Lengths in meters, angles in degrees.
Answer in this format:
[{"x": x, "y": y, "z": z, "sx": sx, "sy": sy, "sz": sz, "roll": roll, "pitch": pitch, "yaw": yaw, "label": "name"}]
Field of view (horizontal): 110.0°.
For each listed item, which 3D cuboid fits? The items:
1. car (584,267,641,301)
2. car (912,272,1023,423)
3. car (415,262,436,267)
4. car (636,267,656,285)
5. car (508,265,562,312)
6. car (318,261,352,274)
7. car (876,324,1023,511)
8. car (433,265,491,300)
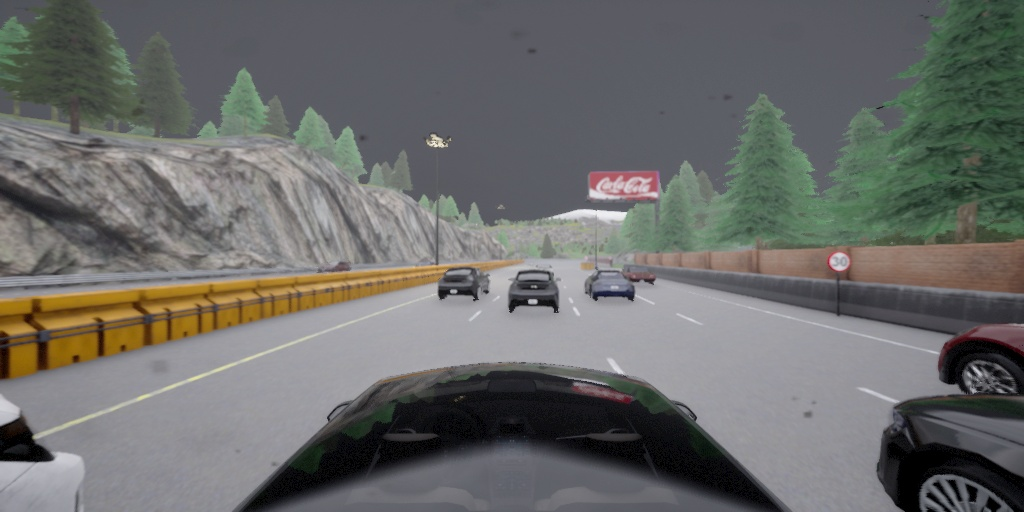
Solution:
[{"x": 4.788, "y": 1.376, "z": 18.005, "sx": 1.994, "sy": 1.385, "sz": 4.181, "roll": 0, "pitch": 0, "yaw": 6, "label": "car"}, {"x": 7.210, "y": 1.131, "z": 3.262, "sx": 2.097, "sy": 1.767, "sz": 4.553, "roll": 0, "pitch": 0, "yaw": 1, "label": "car"}, {"x": -10.200, "y": 1.411, "z": 43.162, "sx": 2.033, "sy": 1.411, "sz": 5.357, "roll": 0, "pitch": 0, "yaw": 6, "label": "car"}, {"x": 9.253, "y": 1.454, "z": 27.026, "sx": 1.895, "sy": 1.301, "sz": 4.718, "roll": 0, "pitch": 0, "yaw": 6, "label": "car"}, {"x": 0.919, "y": 1.294, "z": 14.447, "sx": 1.837, "sy": 1.490, "sz": 4.892, "roll": 0, "pitch": 0, "yaw": 5, "label": "car"}, {"x": -20.864, "y": 1.319, "z": 42.439, "sx": 1.812, "sy": 1.442, "sz": 4.674, "roll": 0, "pitch": 0, "yaw": 7, "label": "car"}, {"x": 3.656, "y": 1.250, "z": 0.653, "sx": 2.128, "sy": 1.511, "sz": 4.902, "roll": 0, "pitch": 0, "yaw": 0, "label": "car"}, {"x": -2.271, "y": 1.292, "z": 17.836, "sx": 1.837, "sy": 1.490, "sz": 4.892, "roll": 0, "pitch": 0, "yaw": 6, "label": "car"}]
